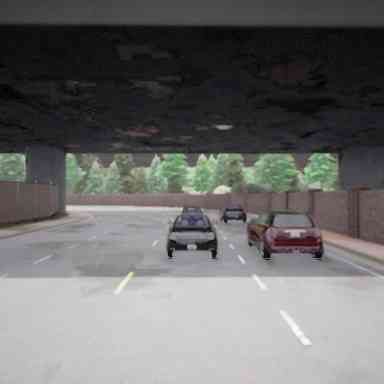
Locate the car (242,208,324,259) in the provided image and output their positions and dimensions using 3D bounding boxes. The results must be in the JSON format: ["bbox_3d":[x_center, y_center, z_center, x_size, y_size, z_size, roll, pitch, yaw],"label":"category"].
[{"bbox_3d":[3.519,1.497,13.412,2.097,1.767,4.553,0,-1,0],"label":"car"}]

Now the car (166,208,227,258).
[{"bbox_3d":[0.018,1.639,13.489,2.128,1.511,4.902,0,0,0],"label":"car"}]

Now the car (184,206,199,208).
[{"bbox_3d":[-0.053,1.845,27.514,2.033,1.411,5.357,0,-1,-2],"label":"car"}]

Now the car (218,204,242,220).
[{"bbox_3d":[3.379,1.800,28.479,2.128,1.511,4.902,0,0,-3],"label":"car"}]
